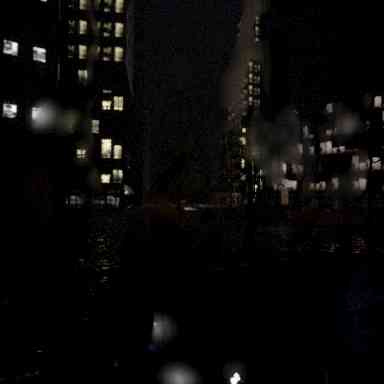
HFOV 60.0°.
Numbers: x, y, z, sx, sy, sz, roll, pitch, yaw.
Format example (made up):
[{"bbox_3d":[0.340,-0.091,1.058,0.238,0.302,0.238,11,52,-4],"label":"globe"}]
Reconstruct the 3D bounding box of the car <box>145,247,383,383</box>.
[{"bbox_3d":[2.033,1.608,5.021,5.357,1.411,2.033,1,-1,-36],"label":"car"}]
